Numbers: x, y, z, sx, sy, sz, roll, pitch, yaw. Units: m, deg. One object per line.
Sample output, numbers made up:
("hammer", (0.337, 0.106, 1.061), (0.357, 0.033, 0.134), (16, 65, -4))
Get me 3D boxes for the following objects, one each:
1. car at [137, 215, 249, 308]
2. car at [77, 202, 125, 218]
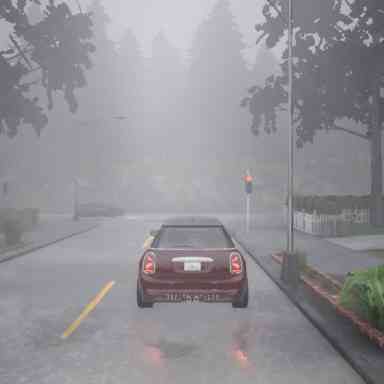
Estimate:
("car", (0.021, 1.352, 8.082), (2.097, 1.767, 4.553), (0, 0, 0))
("car", (-8.064, 1.564, 29.229), (4.181, 1.385, 1.994), (0, 0, 0))
